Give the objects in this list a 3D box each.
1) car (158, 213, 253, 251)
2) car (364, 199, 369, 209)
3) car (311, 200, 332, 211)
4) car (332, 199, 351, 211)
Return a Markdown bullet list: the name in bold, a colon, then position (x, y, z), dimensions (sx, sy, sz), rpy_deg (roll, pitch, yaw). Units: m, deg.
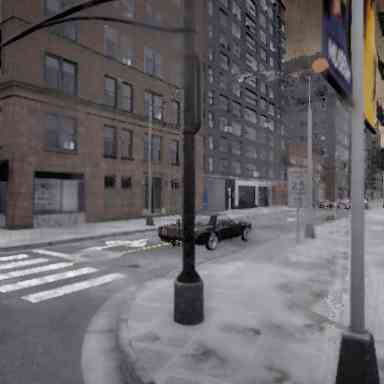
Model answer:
- **car**: position (0.798, 1.499, 13.765), dimensions (1.895, 1.301, 4.718), rpy_deg (0, 0, 35)
- **car**: position (23.801, 1.574, 47.197), dimensions (1.812, 1.442, 4.674), rpy_deg (0, 0, 34)
- **car**: position (16.119, 1.602, 41.391), dimensions (1.895, 1.301, 4.718), rpy_deg (0, 0, 35)
- **car**: position (18.080, 1.522, 38.802), dimensions (1.812, 1.442, 4.674), rpy_deg (0, 0, 35)
